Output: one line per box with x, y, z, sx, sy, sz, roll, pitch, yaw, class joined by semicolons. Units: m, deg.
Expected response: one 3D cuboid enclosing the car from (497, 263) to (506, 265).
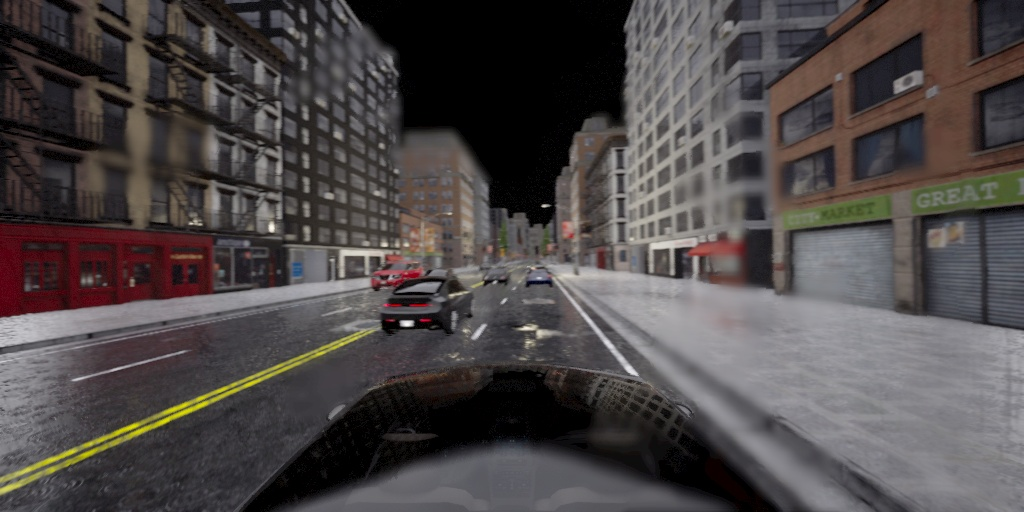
-1.937;1.947;64.374;1.837;1.490;4.892;-1;-1;5;car

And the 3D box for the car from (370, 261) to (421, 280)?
-8.039;1.370;25.728;2.150;2.045;5.566;-1;-1;4;car

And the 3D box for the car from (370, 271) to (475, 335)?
-2.371;1.399;11.084;1.837;1.490;4.892;-1;-1;4;car

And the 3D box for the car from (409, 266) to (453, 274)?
-4.908;1.579;23.901;1.837;1.490;4.892;-1;-1;4;car

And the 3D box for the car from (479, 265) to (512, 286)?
-1.104;1.658;28.681;1.895;1.301;4.718;-1;-1;4;car

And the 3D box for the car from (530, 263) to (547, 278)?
3.059;1.620;41.332;1.837;1.490;4.892;-1;0;4;car

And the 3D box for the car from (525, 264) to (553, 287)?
2.033;1.546;27.037;1.994;1.385;4.181;-1;-1;4;car
